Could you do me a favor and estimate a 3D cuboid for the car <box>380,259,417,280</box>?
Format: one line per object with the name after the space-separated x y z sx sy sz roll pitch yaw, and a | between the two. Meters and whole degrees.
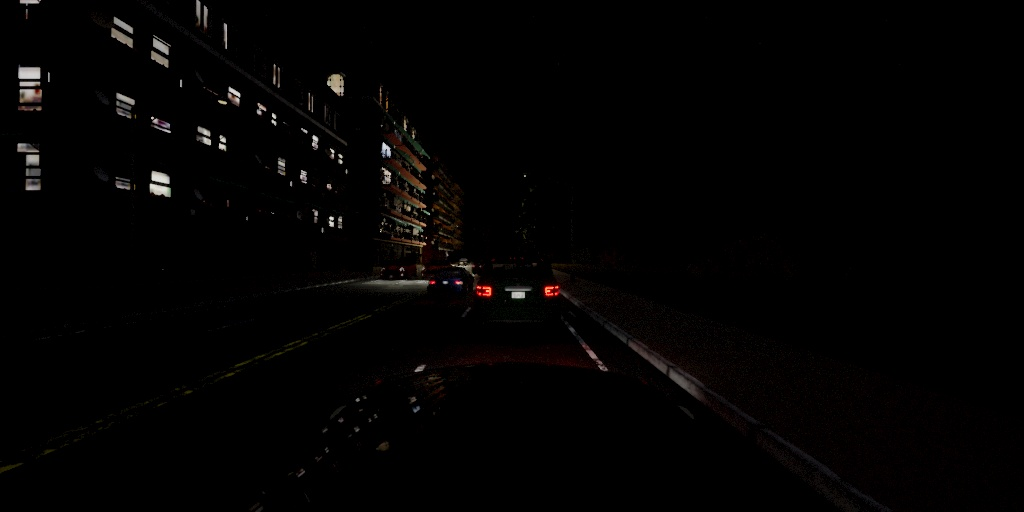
-9.845 1.106 31.453 2.097 1.767 4.553 0 0 0 | car

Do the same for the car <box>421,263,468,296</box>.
-3.141 1.300 19.215 2.033 1.411 5.357 0 0 -1 | car

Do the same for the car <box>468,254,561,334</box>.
0.104 0.973 10.765 2.150 2.045 5.566 0 0 -1 | car

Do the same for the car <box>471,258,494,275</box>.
-3.142 1.105 39.094 2.097 1.767 4.553 0 0 0 | car

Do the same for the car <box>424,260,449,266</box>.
-6.594 1.106 31.870 2.097 1.767 4.553 0 0 0 | car
